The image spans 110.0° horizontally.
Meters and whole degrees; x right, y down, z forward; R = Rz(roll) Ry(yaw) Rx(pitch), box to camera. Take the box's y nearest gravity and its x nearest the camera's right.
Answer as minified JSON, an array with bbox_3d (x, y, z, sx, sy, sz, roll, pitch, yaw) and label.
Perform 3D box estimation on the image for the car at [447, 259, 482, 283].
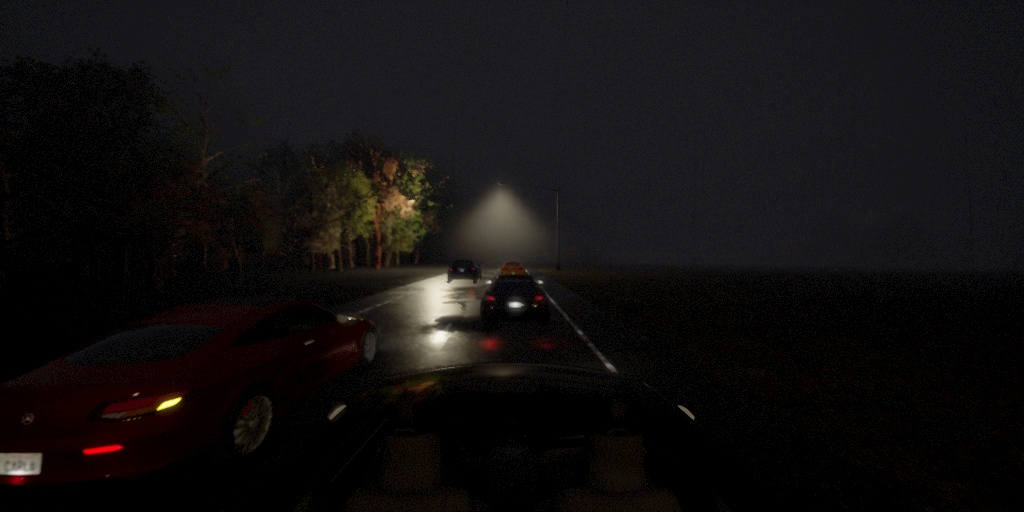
[{"bbox_3d":[-3.409,0.991,26.562,2.097,1.767,4.553,0,0,0],"label":"car"}]

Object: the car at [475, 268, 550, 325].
[{"bbox_3d":[0.094,1.271,11.605,1.994,1.385,4.181,0,0,0],"label":"car"}]

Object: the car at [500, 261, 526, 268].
[{"bbox_3d":[0.092,1.107,28.447,1.882,1.535,5.008,0,0,0],"label":"car"}]

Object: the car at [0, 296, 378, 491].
[{"bbox_3d":[-3.416,1.263,4.796,1.812,1.442,4.674,0,0,0],"label":"car"}]
